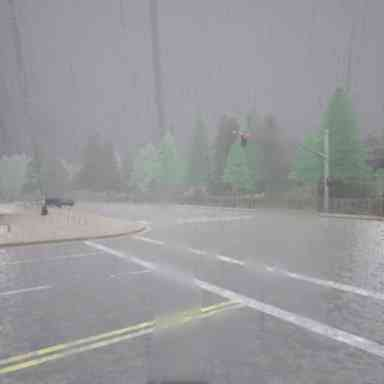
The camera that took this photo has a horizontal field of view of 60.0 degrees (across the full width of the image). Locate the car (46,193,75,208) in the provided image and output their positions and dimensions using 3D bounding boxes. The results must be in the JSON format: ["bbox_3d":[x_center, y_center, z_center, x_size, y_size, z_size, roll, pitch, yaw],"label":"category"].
[{"bbox_3d":[-18.731,1.136,47.124,5.566,2.045,2.150,0,0,42],"label":"car"}]
